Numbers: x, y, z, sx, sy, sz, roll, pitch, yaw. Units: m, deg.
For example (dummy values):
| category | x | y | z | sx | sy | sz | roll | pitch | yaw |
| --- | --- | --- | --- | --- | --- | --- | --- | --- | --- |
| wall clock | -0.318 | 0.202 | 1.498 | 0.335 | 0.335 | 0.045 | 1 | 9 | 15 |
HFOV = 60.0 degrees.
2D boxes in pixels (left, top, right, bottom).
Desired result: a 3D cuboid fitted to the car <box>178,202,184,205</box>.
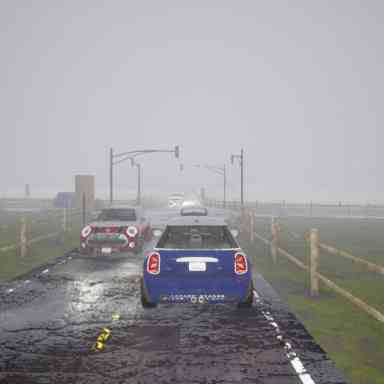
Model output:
| category | x | y | z | sx | sy | sz | roll | pitch | yaw |
| --- | --- | --- | --- | --- | --- | --- | --- | --- | --- |
| car | 0.091 | 1.507 | 17.234 | 1.837 | 1.490 | 4.892 | 0 | 0 | 0 |

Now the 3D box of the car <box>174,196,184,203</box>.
| category | x | y | z | sx | sy | sz | roll | pitch | yaw |
| --- | --- | --- | --- | --- | --- | --- | --- | --- | --- |
| car | -2.733 | 1.615 | 69.899 | 1.895 | 1.301 | 4.718 | 0 | 0 | 0 |

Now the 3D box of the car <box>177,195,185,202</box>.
| category | x | y | z | sx | sy | sz | roll | pitch | yaw |
| --- | --- | --- | --- | --- | --- | --- | --- | --- | --- |
| car | -2.700 | 1.549 | 80.242 | 1.812 | 1.442 | 4.674 | 0 | 0 | 0 |

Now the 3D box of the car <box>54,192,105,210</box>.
| category | x | y | z | sx | sy | sz | roll | pitch | yaw |
| --- | --- | --- | --- | --- | --- | --- | --- | --- | --- |
| car | -12.291 | 1.020 | 36.803 | 5.566 | 2.045 | 2.150 | 1 | 0 | -7 |

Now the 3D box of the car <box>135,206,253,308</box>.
| category | x | y | z | sx | sy | sz | roll | pitch | yaw |
| --- | --- | --- | --- | --- | --- | --- | --- | --- | --- |
| car | 0.096 | 1.353 | 8.068 | 2.097 | 1.767 | 4.553 | 0 | 0 | 0 |

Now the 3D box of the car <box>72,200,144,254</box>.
| category | x | y | z | sx | sy | sz | roll | pitch | yaw |
| --- | --- | --- | --- | --- | --- | --- | --- | --- | --- |
| car | -2.874 | 1.354 | 13.381 | 2.097 | 1.767 | 4.553 | 0 | 0 | 0 |

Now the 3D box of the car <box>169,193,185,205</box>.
| category | x | y | z | sx | sy | sz | roll | pitch | yaw |
| --- | --- | --- | --- | --- | --- | --- | --- | --- | --- |
| car | -2.838 | 1.237 | 59.878 | 2.150 | 2.045 | 5.566 | 0 | 0 | 0 |
